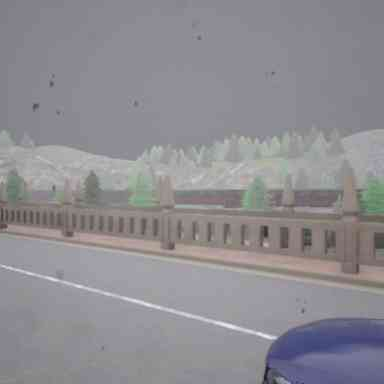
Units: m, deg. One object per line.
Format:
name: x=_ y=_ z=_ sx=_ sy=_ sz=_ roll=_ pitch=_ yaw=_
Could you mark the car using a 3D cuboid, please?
car: x=2.740 y=1.526 z=2.038 sx=4.674 sy=1.442 sz=1.812 roll=0 pitch=0 yaw=35
